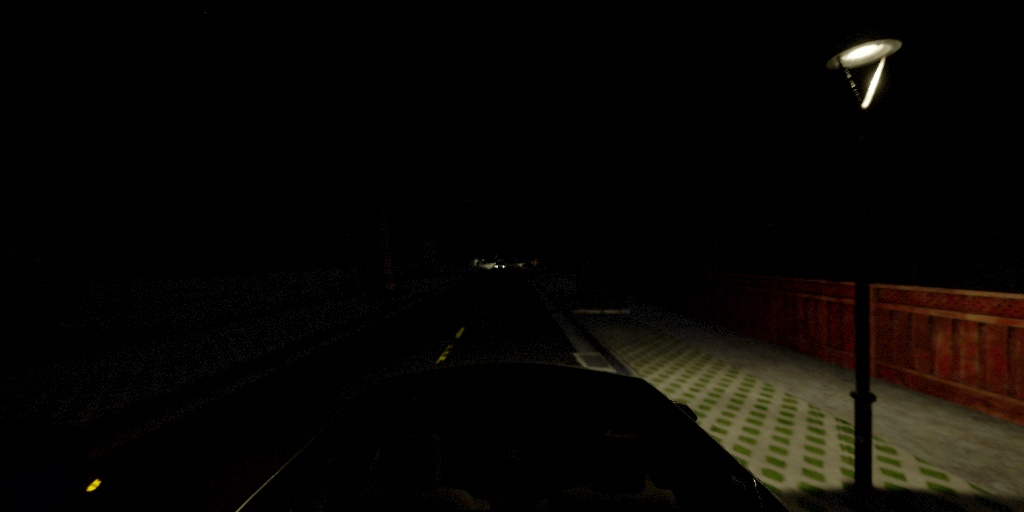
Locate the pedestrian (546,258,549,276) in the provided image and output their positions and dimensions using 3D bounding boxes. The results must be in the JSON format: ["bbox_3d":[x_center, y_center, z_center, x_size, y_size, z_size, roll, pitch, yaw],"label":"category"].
[{"bbox_3d":[3.510,1.043,35.660,0.375,1.860,0.375,0,0,0],"label":"pedestrian"}]

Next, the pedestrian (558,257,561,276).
[{"bbox_3d":[4.510,1.036,34.460,0.375,1.860,0.375,0,0,0],"label":"pedestrian"}]

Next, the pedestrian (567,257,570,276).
[{"bbox_3d":[5.510,1.032,35.060,0.375,1.860,0.375,0,0,0],"label":"pedestrian"}]
